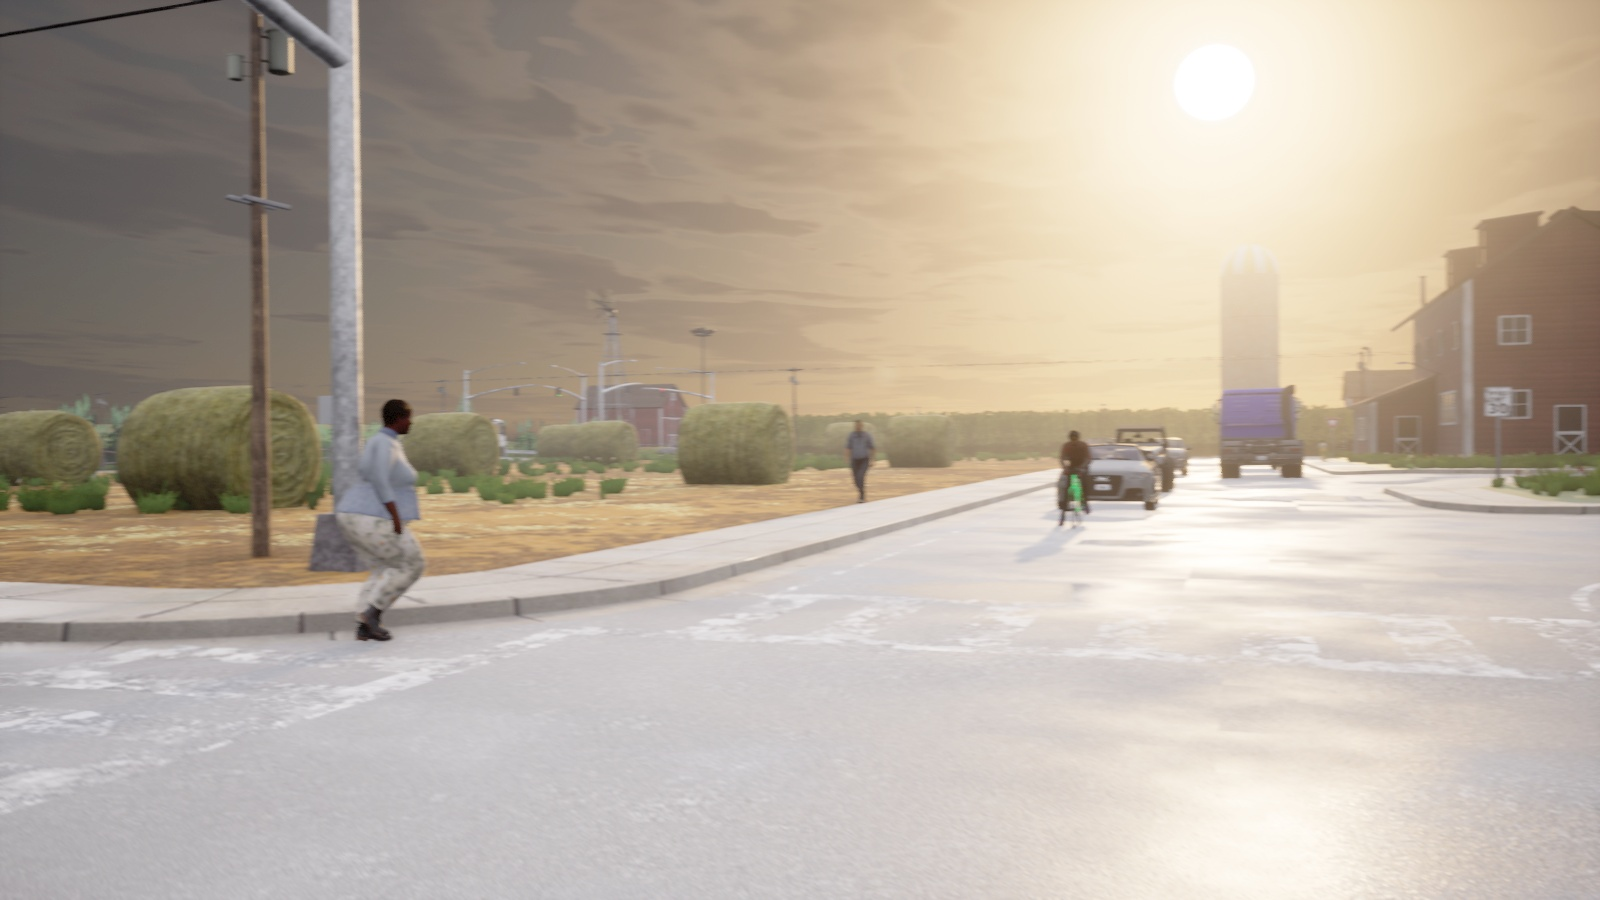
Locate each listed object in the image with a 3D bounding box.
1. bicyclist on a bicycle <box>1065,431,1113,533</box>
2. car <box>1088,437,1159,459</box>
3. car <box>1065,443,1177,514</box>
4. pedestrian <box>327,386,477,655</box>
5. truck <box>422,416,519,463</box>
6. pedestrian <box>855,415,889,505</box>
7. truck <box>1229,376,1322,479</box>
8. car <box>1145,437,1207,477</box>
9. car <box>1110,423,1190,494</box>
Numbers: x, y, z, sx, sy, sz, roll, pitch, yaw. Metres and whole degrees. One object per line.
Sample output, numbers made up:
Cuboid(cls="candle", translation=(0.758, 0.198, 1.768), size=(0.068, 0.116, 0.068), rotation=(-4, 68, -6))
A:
Cuboid(cls="bicyclist on a bicycle", translation=(4.793, 0.500, 20.767), size=(0.582, 1.620, 1.656), rotation=(-1, 0, 19))
Cuboid(cls="car", translation=(24.444, -0.130, 94.940), size=(4.856, 1.649, 2.033), rotation=(0, 0, 28))
Cuboid(cls="car", translation=(6.981, 0.562, 27.022), size=(1.994, 1.385, 4.181), rotation=(0, 0, 19))
Cuboid(cls="pedestrian", translation=(-2.939, 0.480, 9.232), size=(0.900, 1.855, 0.874), rotation=(-1, 0, -27))
Cuboid(cls="truck", translation=(-25.058, -0.794, 96.026), size=(2.891, 3.462, 7.936), rotation=(0, 0, 23))
Cuboid(cls="pedestrian", translation=(1.494, 0.199, 26.042), size=(0.540, 1.848, 0.694), rotation=(0, 0, 19))
Cuboid(cls="truck", translation=(17.420, -0.721, 46.309), size=(2.891, 3.462, 7.936), rotation=(-1, 0, 19))
Cuboid(cls="car", translation=(15.067, 0.240, 50.161), size=(2.128, 1.511, 4.902), rotation=(0, 0, 19))
Cuboid(cls="car", translation=(9.906, 0.217, 35.388), size=(1.905, 1.878, 3.866), rotation=(0, 0, 20))
